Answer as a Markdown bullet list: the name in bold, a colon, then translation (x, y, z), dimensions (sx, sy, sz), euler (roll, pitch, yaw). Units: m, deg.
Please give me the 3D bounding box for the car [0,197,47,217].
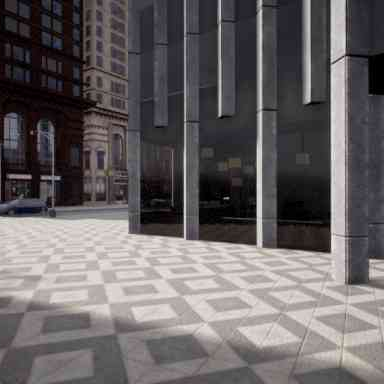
- **car**: translation (-16.632, 1.411, 32.414), dimensions (2.097, 1.767, 4.553), euler (0, -1, 36)
